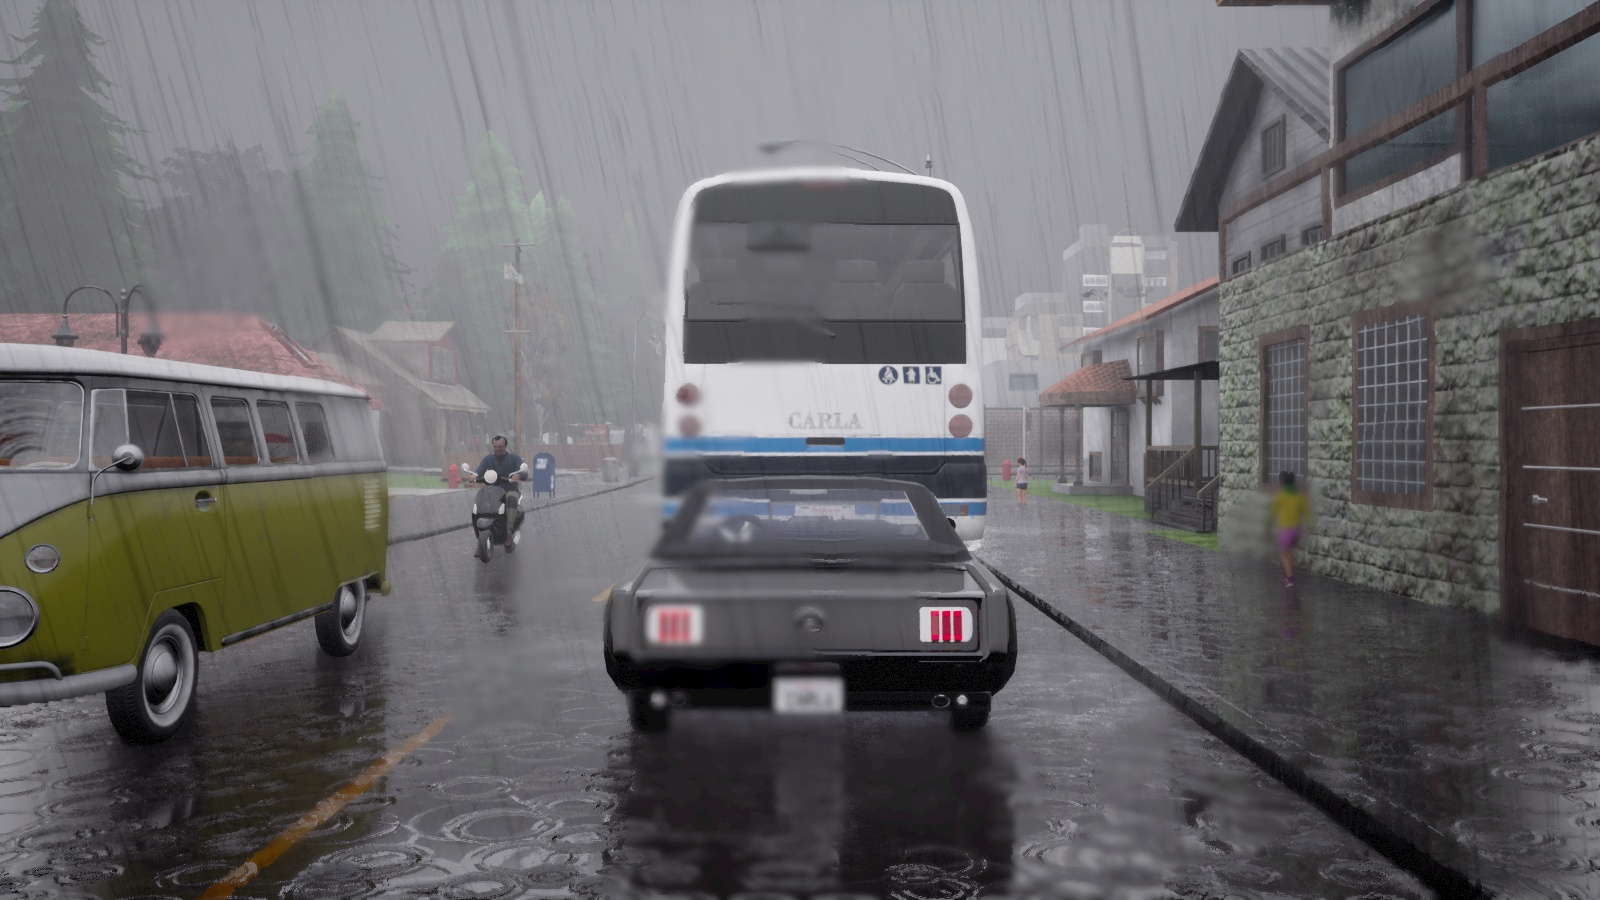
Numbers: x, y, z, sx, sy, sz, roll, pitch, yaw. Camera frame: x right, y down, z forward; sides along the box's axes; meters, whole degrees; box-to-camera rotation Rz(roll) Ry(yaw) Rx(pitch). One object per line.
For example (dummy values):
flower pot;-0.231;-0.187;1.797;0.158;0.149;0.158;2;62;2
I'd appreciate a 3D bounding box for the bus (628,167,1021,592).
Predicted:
bus;0.139;-0.730;17.748;3.944;4.253;10.273;0;0;-1

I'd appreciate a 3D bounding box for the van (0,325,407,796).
van;-3.948;0.454;7.526;1.775;1.987;4.442;0;0;0

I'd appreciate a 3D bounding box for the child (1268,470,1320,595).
child;4.702;0.772;11.964;0.299;1.160;0.473;0;0;0

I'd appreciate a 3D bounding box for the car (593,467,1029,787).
car;0.053;0.803;7.818;1.895;1.301;4.718;0;0;0

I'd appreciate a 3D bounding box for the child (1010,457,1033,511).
child;4.599;0.693;26.053;0.255;1.110;0.394;0;0;-37

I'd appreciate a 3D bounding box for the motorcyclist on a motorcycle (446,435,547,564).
motorcyclist on a motorcycle;-3.907;0.605;16.322;0.866;1.590;1.817;0;0;0
